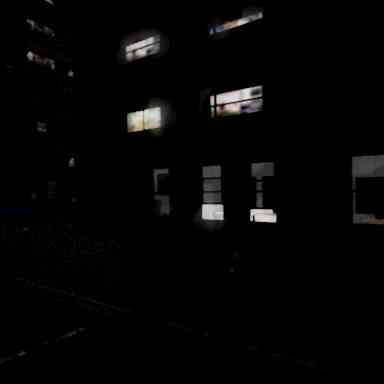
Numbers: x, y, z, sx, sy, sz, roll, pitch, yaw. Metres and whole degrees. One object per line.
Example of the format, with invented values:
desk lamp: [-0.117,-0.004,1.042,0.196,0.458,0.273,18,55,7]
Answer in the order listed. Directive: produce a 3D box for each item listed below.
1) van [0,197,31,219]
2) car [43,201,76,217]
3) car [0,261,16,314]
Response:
van: [-14.876,1.311,26.246,1.690,1.788,3.998,0,0,35]
car: [-11.624,1.517,30.856,1.802,1.307,4.206,0,0,35]
car: [-5.039,1.571,6.324,4.313,1.339,1.947,0,-1,35]
